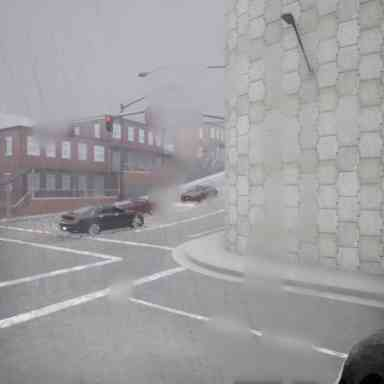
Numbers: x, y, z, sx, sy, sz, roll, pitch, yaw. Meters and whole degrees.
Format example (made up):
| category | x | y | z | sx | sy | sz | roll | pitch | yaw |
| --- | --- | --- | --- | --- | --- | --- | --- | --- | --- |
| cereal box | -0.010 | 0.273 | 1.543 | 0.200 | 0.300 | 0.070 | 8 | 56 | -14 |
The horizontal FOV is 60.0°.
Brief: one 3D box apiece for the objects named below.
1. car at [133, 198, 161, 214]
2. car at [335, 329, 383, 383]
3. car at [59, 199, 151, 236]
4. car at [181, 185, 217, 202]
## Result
| category | x | y | z | sx | sy | sz | roll | pitch | yaw |
| --- | --- | --- | --- | --- | --- | --- | --- | --- | --- |
| car | -4.542 | 1.186 | 24.715 | 1.895 | 1.301 | 4.718 | 0 | 5 | 35 |
| car | 3.327 | 1.492 | 1.590 | 4.902 | 1.511 | 2.128 | 0 | 0 | 36 |
| car | -4.756 | 1.424 | 18.128 | 1.837 | 1.490 | 4.892 | 1 | 3 | 37 |
| car | 0.691 | 0.077 | 32.100 | 1.994 | 1.385 | 4.181 | 0 | 9 | 36 |
